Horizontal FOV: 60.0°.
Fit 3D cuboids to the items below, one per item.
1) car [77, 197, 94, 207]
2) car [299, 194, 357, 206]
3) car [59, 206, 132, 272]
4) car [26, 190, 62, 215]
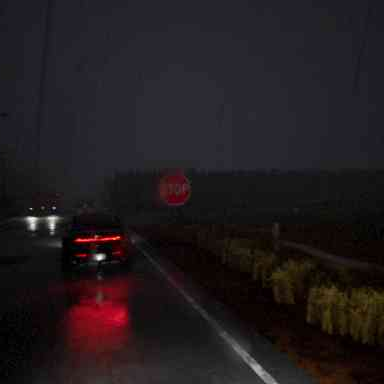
[{"bbox_3d":[-12.921,1.194,40.273,1.895,1.301,4.718,-1,1,-18],"label":"car"},{"bbox_3d":[12.639,0.904,30.950,5.357,1.411,2.033,-1,1,-18],"label":"car"},{"bbox_3d":[-3.083,1.389,10.625,1.837,1.490,4.892,-1,0,-18],"label":"car"},{"bbox_3d":[-13.668,0.960,30.992,2.150,2.045,5.566,-1,1,-20],"label":"car"}]
